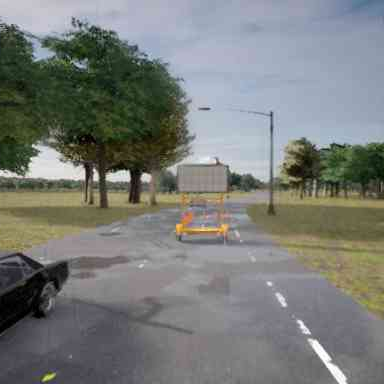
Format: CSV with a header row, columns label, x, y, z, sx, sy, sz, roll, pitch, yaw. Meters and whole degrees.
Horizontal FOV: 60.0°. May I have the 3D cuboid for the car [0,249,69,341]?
label,x,y,z,sx,sy,sz,roll,pitch,yaw
car,-3.499,1.585,4.617,1.895,1.301,4.718,0,0,1

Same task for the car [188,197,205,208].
label,x,y,z,sx,sy,sz,roll,pitch,yaw
car,0.752,1.456,46.800,2.128,1.511,4.902,0,0,10

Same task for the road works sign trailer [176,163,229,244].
label,x,y,z,sx,sy,sz,roll,pitch,yaw
road works sign trailer,0.508,0.439,15.700,2.380,3.560,2.880,0,0,4
